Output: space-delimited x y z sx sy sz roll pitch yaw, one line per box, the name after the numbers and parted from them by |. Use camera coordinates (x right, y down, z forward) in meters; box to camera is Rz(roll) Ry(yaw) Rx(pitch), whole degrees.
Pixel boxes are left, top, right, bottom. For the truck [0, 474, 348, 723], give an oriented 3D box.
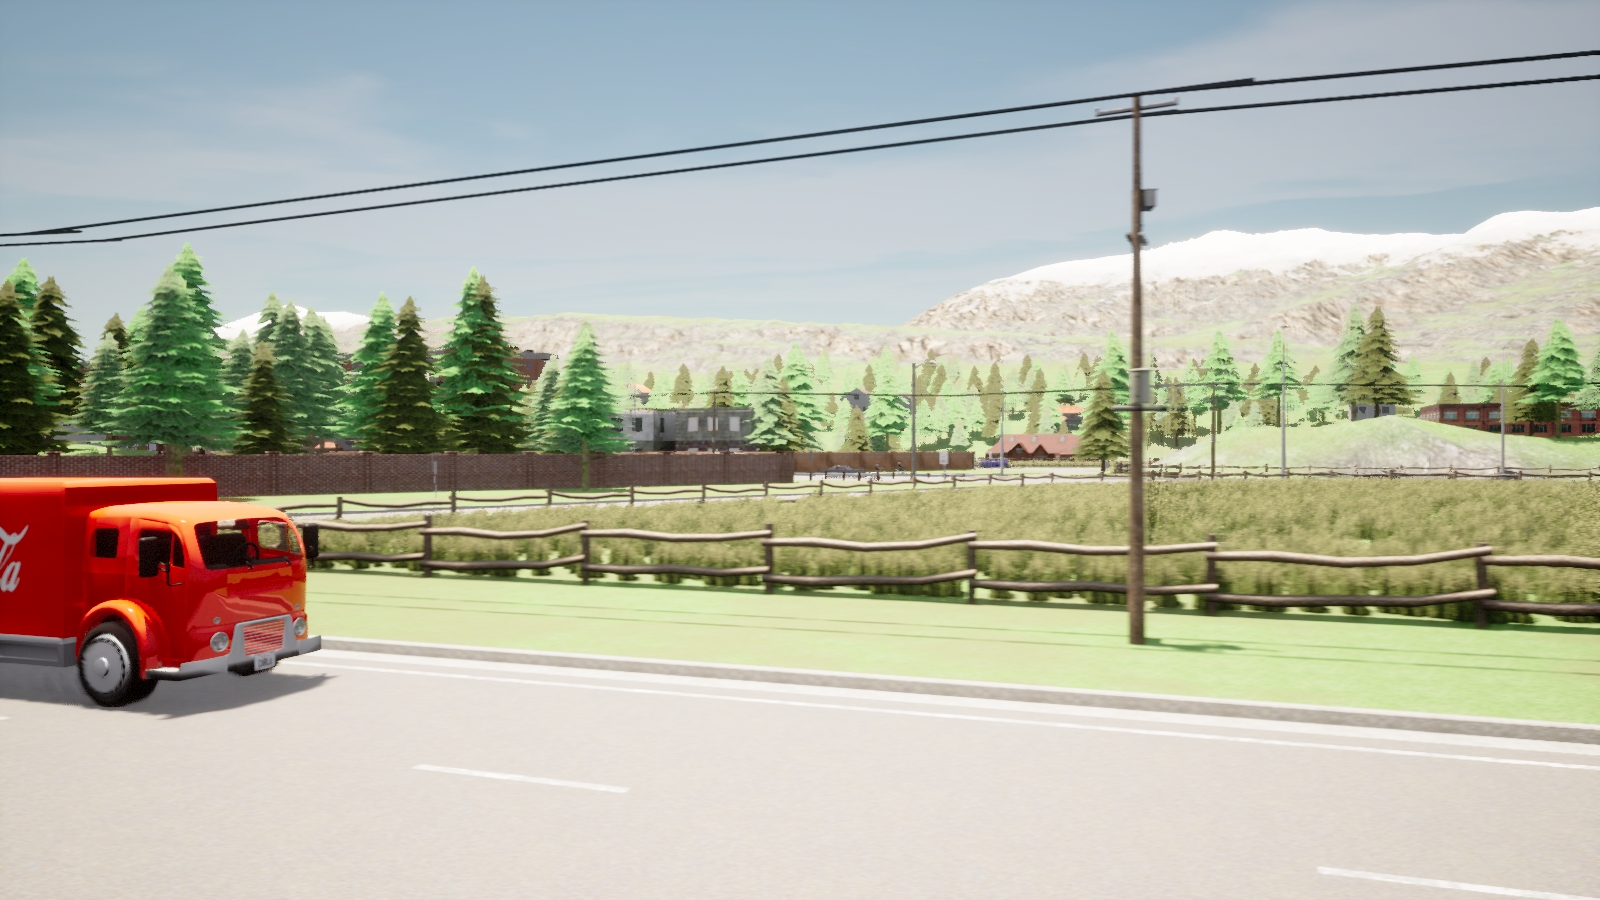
-8.511 1.568 13.847 5.204 2.467 2.627 0 0 20 | truck
